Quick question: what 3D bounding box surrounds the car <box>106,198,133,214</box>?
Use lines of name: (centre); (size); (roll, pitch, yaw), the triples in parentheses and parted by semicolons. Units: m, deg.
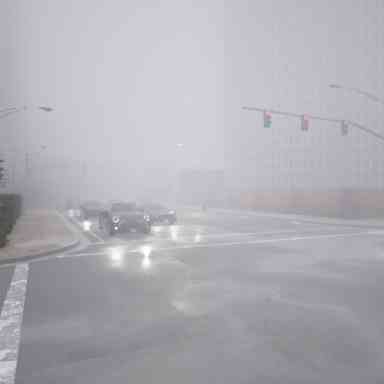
car: (-7.881, 1.477, 35.748); (1.882, 1.535, 5.008); (0, 0, -25)

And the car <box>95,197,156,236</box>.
car: (-3.863, 1.352, 18.632); (2.097, 1.767, 4.553); (0, 0, -25)

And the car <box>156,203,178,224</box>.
car: (-2.836, 1.547, 24.768); (2.033, 1.411, 5.357); (0, 0, -25)

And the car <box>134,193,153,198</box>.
car: (-7.715, 1.221, 52.367); (2.150, 2.045, 5.566); (0, 0, -24)

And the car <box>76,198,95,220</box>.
car: (-8.502, 1.478, 28.708); (1.882, 1.535, 5.008); (0, 0, -25)

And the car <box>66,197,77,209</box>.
car: (-16.077, 1.501, 45.359); (2.128, 1.511, 4.902); (0, 0, -25)
